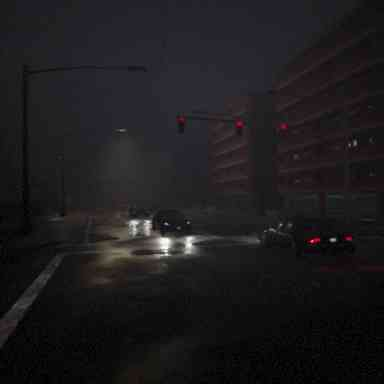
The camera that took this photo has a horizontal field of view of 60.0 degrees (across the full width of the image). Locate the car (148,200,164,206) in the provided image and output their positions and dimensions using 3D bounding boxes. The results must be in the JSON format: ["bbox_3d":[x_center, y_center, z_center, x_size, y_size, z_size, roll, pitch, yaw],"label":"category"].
[{"bbox_3d":[-6.183,2.385,50.832,2.128,1.511,4.902,-1,-1,-16],"label":"car"}]

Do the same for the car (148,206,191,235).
[{"bbox_3d":[-1.441,1.896,21.830,1.812,1.442,4.674,-1,-1,-17],"label":"car"}]

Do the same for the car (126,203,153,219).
[{"bbox_3d":[-5.945,2.275,37.138,1.895,1.301,4.718,-1,-1,-16],"label":"car"}]

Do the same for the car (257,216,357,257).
[{"bbox_3d":[4.369,1.707,13.647,2.033,1.411,5.357,-1,-1,-9],"label":"car"}]

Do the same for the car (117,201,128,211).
[{"bbox_3d":[-12.066,2.445,58.450,2.097,1.767,4.553,-1,-1,-16],"label":"car"}]
